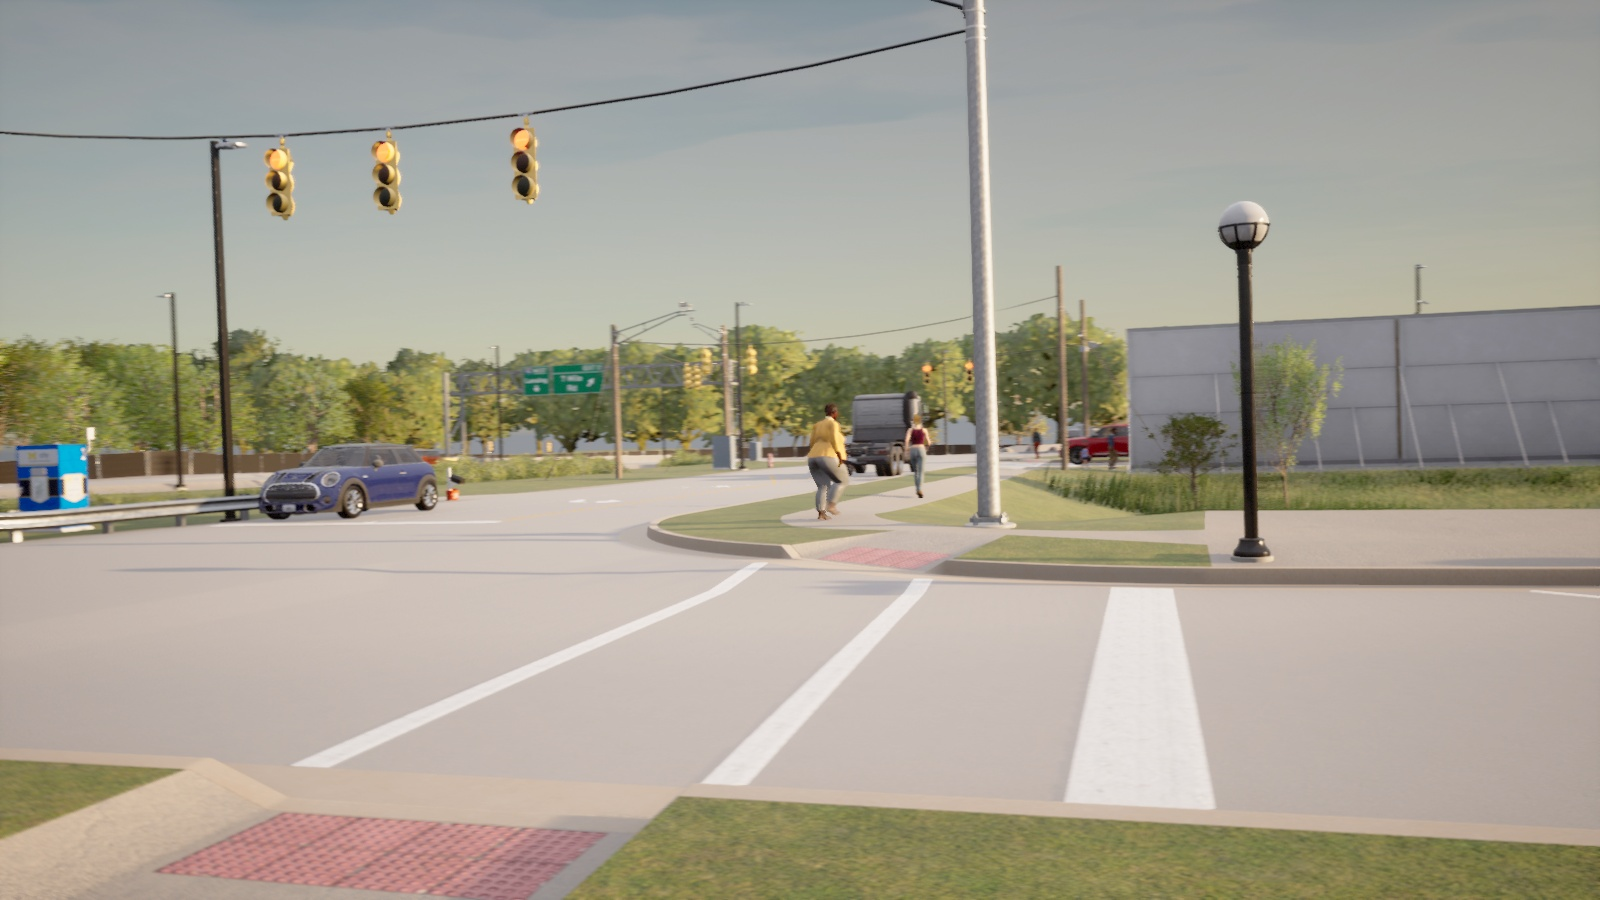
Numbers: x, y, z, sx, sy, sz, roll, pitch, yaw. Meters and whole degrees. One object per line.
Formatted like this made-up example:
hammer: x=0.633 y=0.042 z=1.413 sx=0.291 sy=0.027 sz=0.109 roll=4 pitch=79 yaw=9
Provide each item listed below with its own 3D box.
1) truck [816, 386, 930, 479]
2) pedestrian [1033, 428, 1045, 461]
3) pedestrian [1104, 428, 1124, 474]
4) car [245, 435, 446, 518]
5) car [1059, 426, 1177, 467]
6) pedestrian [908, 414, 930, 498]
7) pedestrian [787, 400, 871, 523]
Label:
truck: x=3.131 y=-0.693 z=51.354 sx=2.891 sy=3.462 sz=7.936 roll=-1 pitch=0 yaw=16
pedestrian: x=13.341 y=-0.296 z=70.138 sx=0.353 sy=1.847 sz=0.614 roll=-1 pitch=2 yaw=37
pedestrian: x=13.658 y=0.036 z=54.570 sx=0.788 sy=1.949 sz=0.423 roll=-1 pitch=1 yaw=13
car: x=-10.388 y=0.558 z=29.134 sx=2.097 sy=1.767 sz=4.553 roll=-1 pitch=0 yaw=16
car: x=16.201 y=-0.185 z=63.999 sx=5.566 sy=2.045 sz=2.150 roll=0 pitch=1 yaw=22
pedestrian: x=2.655 y=0.127 z=27.951 sx=0.345 sy=1.836 sz=0.594 roll=-1 pitch=1 yaw=16
pedestrian: x=0.449 y=0.159 z=19.574 sx=0.900 sy=1.855 sz=0.874 roll=-2 pitch=2 yaw=-41
